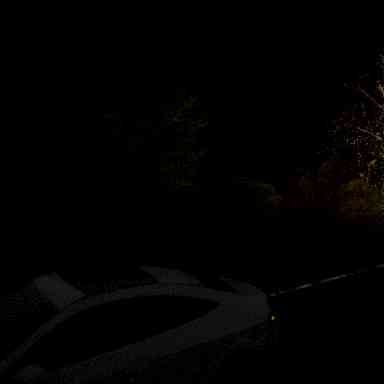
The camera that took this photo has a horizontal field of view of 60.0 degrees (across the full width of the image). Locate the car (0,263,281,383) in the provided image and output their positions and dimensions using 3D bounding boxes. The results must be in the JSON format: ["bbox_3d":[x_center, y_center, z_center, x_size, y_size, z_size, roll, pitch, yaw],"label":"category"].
[{"bbox_3d":[-1.111,1.526,3.183,4.674,1.442,1.812,0,0,-36],"label":"car"}]
